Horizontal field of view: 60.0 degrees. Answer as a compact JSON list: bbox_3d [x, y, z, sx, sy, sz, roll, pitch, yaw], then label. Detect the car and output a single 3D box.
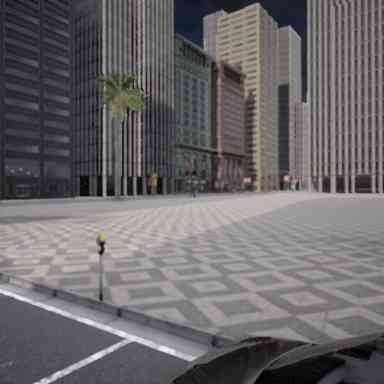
[{"bbox_3d":[1.589,1.565,1.831,4.313,1.339,1.947,0,0,35],"label":"car"}]
